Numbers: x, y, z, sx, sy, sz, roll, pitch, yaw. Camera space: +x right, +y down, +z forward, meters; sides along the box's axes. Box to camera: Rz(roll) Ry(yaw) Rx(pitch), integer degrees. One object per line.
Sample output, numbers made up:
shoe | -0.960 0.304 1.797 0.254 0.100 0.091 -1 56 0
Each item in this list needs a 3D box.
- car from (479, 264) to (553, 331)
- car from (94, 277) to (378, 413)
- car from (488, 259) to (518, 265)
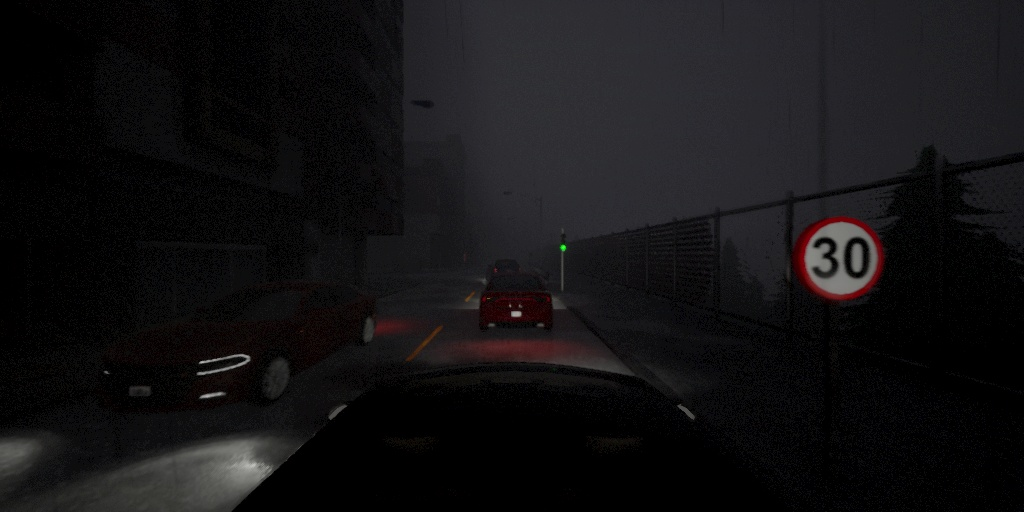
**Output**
car | 0.099 1.179 10.821 1.882 1.535 5.008 0 0 0
car | -4.088 1.203 6.442 1.882 1.535 5.008 0 0 0
car | -0.610 0.974 24.872 2.097 1.767 4.553 0 0 -10
